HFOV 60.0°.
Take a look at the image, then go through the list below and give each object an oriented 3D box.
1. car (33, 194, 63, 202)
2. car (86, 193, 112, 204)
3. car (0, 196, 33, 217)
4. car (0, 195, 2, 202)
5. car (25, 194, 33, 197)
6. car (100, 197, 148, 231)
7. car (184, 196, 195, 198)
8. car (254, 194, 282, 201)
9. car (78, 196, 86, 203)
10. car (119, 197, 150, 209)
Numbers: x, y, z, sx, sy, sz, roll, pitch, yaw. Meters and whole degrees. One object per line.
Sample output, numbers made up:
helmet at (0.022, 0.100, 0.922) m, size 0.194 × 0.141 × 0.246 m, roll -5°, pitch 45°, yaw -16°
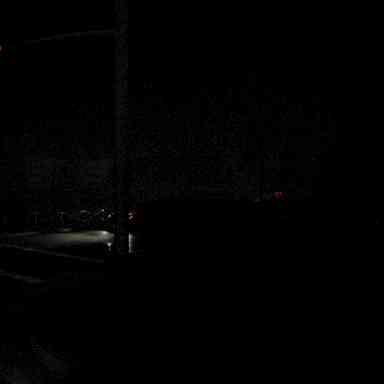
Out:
car at (-28.915, 1.153, 67.759) m, size 2.152 × 1.636 × 5.027 m, roll 0°, pitch 0°, yaw 35°
car at (-15.864, 1.097, 59.022) m, size 1.932 × 1.855 × 4.605 m, roll 0°, pitch 0°, yaw 35°
car at (-15.817, 1.339, 26.918) m, size 2.007 × 1.523 × 4.514 m, roll 0°, pitch 0°, yaw 35°
car at (-41.402, 1.298, 67.569) m, size 2.007 × 1.523 × 4.514 m, roll 0°, pitch 0°, yaw 35°
car at (-34.339, 1.232, 71.204) m, size 1.970 × 1.475 × 3.806 m, roll 0°, pitch 0°, yaw 35°
car at (-3.056, 1.352, 20.569) m, size 2.097 × 1.767 × 4.553 m, roll 0°, pitch 0°, yaw 35°
car at (-0.778, 1.374, 48.169) m, size 1.845 × 1.501 × 3.633 m, roll 0°, pitch 0°, yaw 35°
car at (8.422, 1.221, 37.051) m, size 2.150 × 2.045 × 5.566 m, roll 0°, pitch 0°, yaw 35°
car at (-18.474, 1.077, 60.365) m, size 1.905 × 1.878 × 3.866 m, roll 0°, pitch 0°, yaw 35°
car at (-7.499, 1.384, 43.836) m, size 1.970 × 1.475 × 3.806 m, roll 0°, pitch 0°, yaw 35°
